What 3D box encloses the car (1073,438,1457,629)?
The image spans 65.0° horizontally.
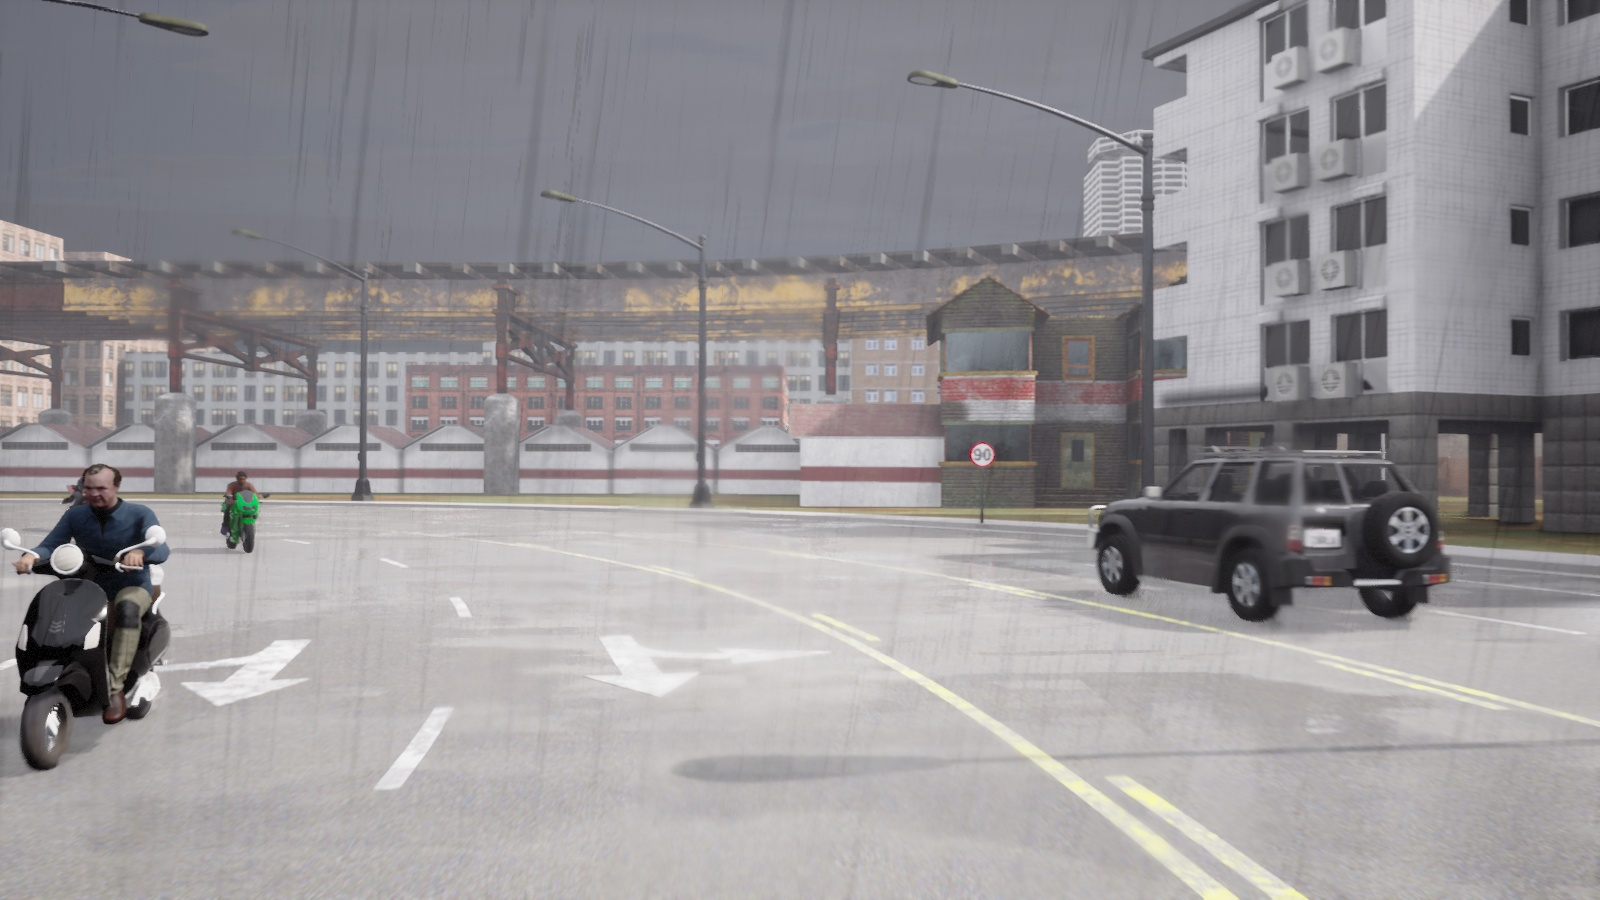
[{"bbox_3d":[5.138,0.856,14.711,1.932,1.855,4.605,0,-1,-14],"label":"car"}]

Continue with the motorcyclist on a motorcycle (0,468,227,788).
[{"bbox_3d":[-4.000,0.906,7.199,0.866,1.590,1.817,0,-1,-10],"label":"motorcyclist on a motorcycle"}]

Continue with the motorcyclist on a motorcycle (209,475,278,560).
[{"bbox_3d":[-10.478,1.236,23.612,0.797,1.523,2.044,0,-1,-35],"label":"motorcyclist on a motorcycle"}]

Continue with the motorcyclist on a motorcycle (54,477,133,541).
[{"bbox_3d":[-17.532,1.444,31.144,2.191,1.530,0.866,-1,-1,36],"label":"motorcyclist on a motorcycle"}]
